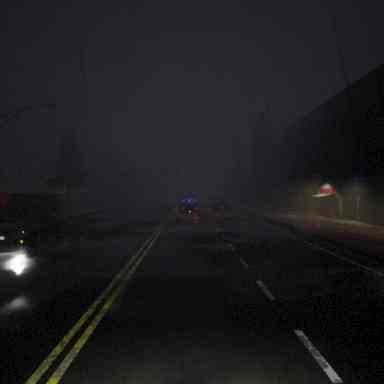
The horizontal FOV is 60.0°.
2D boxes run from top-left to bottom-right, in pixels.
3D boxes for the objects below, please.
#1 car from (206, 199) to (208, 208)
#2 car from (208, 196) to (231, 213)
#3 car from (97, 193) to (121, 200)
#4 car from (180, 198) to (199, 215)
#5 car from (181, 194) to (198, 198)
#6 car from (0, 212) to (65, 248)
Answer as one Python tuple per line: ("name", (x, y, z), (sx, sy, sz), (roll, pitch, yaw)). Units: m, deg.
("car", (3.083, 1.367, 47.286), (2.097, 1.767, 4.553), (0, 0, 0))
("car", (3.215, 1.490, 37.205), (1.882, 1.535, 5.008), (0, 0, 0))
("car", (-22.368, 1.182, 89.534), (4.605, 1.855, 1.932), (0, 0, -1))
("car", (-0.235, 1.612, 34.403), (1.895, 1.301, 4.718), (0, 0, -1))
("car", (-0.343, 1.236, 44.441), (2.150, 2.045, 5.566), (0, 0, 0))
("car", (-7.213, 1.569, 14.606), (1.994, 1.385, 4.181), (0, 0, -1))
